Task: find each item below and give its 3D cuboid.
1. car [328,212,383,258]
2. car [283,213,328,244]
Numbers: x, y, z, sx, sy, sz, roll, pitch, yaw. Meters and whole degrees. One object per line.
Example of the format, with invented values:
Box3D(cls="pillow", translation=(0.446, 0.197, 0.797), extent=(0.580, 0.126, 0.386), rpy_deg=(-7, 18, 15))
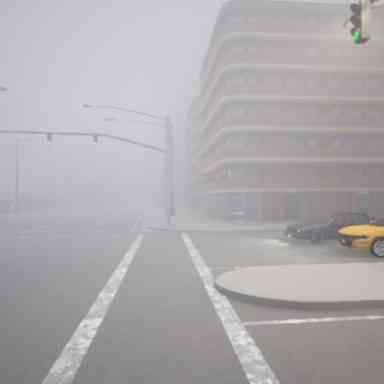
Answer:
Box3D(cls="car", translation=(8.278, 1.591, 13.014), extent=(5.008, 1.535, 1.882), rpy_deg=(0, -1, -6))
Box3D(cls="car", translation=(7.373, 1.716, 16.435), extent=(5.357, 1.411, 2.033), rpy_deg=(0, -1, -6))
